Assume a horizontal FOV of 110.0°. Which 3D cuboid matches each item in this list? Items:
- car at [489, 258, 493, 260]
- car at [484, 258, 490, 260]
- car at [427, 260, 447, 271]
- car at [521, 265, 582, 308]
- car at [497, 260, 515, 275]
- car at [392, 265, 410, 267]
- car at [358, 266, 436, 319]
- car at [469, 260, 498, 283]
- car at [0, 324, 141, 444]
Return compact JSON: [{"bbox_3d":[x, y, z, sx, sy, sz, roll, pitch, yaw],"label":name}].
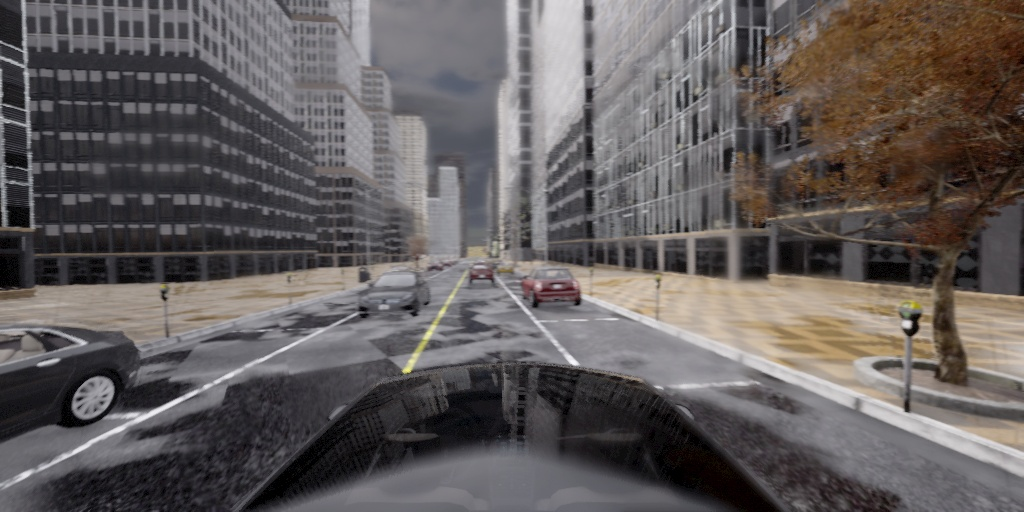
[{"bbox_3d":[-1.777,1.231,48.629,1.948,1.339,4.313,0,0,-6],"label":"car"},{"bbox_3d":[-3.905,1.307,43.552,1.895,1.301,4.718,-1,0,-5],"label":"car"},{"bbox_3d":[-10.118,1.227,47.813,1.967,1.591,4.097,0,0,-6],"label":"car"},{"bbox_3d":[1.512,1.134,15.041,1.967,1.591,4.097,0,0,-6],"label":"car"},{"bbox_3d":[-0.697,1.198,37.604,1.751,1.417,4.829,0,0,-6],"label":"car"},{"bbox_3d":[-7.924,1.354,25.420,2.007,1.370,4.403,0,0,-6],"label":"car"},{"bbox_3d":[-4.141,1.305,13.283,1.812,1.442,4.674,-1,0,-6],"label":"car"},{"bbox_3d":[-2.324,1.244,27.430,1.812,1.442,4.674,-1,0,-5],"label":"car"},{"bbox_3d":[-5.731,1.379,3.028,2.007,1.370,4.403,0,0,-6],"label":"car"}]
